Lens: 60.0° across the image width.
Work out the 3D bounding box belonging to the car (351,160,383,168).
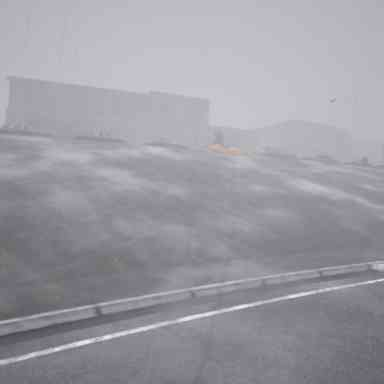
[{"bbox_3d":[18.860,-2.810,37.030,4.674,1.452,2.002,3,-1,-22],"label":"car"}]

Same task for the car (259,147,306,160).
[{"bbox_3d":[8.437,-3.508,32.859,4.553,1.767,2.185,3,-1,-20],"label":"car"}]

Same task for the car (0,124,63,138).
[{"bbox_3d":[-12.583,-4.393,25.978,4.892,1.521,2.231,2,-1,-16],"label":"car"}]

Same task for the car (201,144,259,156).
[{"bbox_3d":[3.244,-3.643,30.976,5.008,1.535,2.097,3,-1,-19],"label":"car"}]

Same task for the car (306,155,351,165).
[{"bbox_3d":[13.762,-3.082,34.932,4.792,1.488,2.163,3,-1,-21],"label":"car"}]

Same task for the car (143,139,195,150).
[{"bbox_3d":[-2.007,-3.864,29.198,4.674,1.452,2.002,3,-1,-18],"label":"car"}]

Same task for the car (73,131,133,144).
[{"bbox_3d":[-7.293,-4.158,27.535,4.892,1.521,2.231,3,-1,-16],"label":"car"}]
